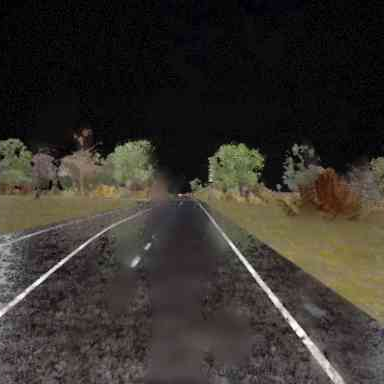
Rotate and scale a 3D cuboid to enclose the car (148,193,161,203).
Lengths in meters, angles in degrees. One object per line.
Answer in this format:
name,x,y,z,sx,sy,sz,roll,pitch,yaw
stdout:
car,-7.341,1.222,66.511,2.150,2.045,5.566,1,1,0
